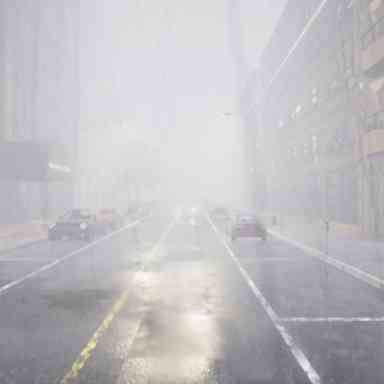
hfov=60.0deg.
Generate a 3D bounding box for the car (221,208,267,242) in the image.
[{"bbox_3d":[2.692,1.702,16.887,1.802,1.307,4.206,1,0,0],"label":"car"}]

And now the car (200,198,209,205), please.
[{"bbox_3d":[2.679,2.016,73.621,1.752,1.417,4.829,1,0,0],"label":"car"}]

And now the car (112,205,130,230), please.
[{"bbox_3d":[-5.690,1.740,22.575,1.802,1.307,4.206,1,0,0],"label":"car"}]

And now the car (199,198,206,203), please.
[{"bbox_3d":[2.629,2.142,84.763,1.802,1.307,4.206,1,0,0],"label":"car"}]

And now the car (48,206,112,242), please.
[{"bbox_3d":[-5.686,1.560,16.920,1.967,1.590,4.097,1,0,0],"label":"car"}]

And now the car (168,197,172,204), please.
[{"bbox_3d":[-5.710,2.004,67.828,2.008,1.369,4.403,1,0,0],"label":"car"}]

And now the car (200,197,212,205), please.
[{"bbox_3d":[2.678,1.895,50.826,2.008,1.369,4.403,1,0,0],"label":"car"}]

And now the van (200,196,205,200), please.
[{"bbox_3d":[2.678,1.722,56.484,1.690,1.788,3.998,1,0,0],"label":"van"}]

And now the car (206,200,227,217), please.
[{"bbox_3d":[2.685,1.815,33.857,1.802,1.307,4.206,1,0,0],"label":"car"}]

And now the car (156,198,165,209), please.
[{"bbox_3d":[-5.702,1.889,50.859,1.887,1.381,4.507,1,0,0],"label":"car"}]

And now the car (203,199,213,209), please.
[{"bbox_3d":[2.683,1.821,39.514,2.008,1.369,4.403,1,0,0],"label":"car"}]

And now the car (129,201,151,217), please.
[{"bbox_3d":[-5.693,1.673,33.891,1.967,1.590,4.097,1,0,0],"label":"car"}]

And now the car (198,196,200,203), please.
[{"bbox_3d":[2.676,2.020,67.794,1.947,1.339,4.313,1,0,0],"label":"car"}]

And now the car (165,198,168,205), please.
[{"bbox_3d":[-5.705,1.932,56.515,2.008,1.369,4.403,1,0,0],"label":"car"}]

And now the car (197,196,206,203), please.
[{"bbox_3d":[2.630,1.910,90.421,2.192,1.841,5.009,1,0,0],"label":"car"}]

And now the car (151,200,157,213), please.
[{"bbox_3d":[-5.697,1.836,39.546,1.947,1.339,4.313,1,0,0],"label":"car"}]

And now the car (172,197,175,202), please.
[{"bbox_3d":[-5.715,2.048,78.971,1.752,1.417,4.829,1,0,0],"label":"car"}]
